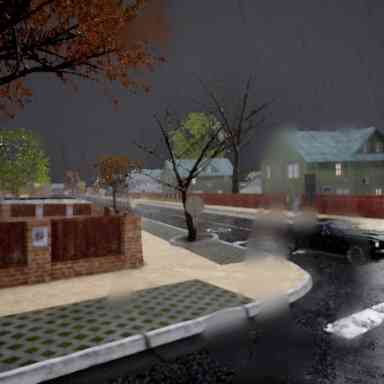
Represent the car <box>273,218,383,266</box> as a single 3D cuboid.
[{"bbox_3d":[5.144,1.642,11.990,1.895,1.301,4.718,-3,0,-26],"label":"car"}]
